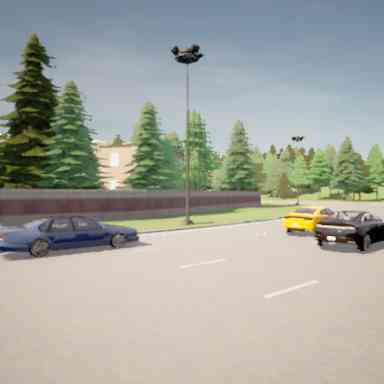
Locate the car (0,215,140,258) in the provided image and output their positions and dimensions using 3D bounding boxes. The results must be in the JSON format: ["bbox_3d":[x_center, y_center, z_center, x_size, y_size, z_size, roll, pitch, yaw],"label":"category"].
[{"bbox_3d":[-4.814,1.632,13.201,5.357,1.411,2.033,0,0,-37],"label":"car"}]

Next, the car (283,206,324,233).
[{"bbox_3d":[7.122,1.550,19.146,1.882,1.535,5.008,0,0,44],"label":"car"}]

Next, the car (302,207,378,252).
[{"bbox_3d":[7.012,1.539,14.190,4.902,1.511,2.128,0,0,-43],"label":"car"}]

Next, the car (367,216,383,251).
[{"bbox_3d":[7.274,1.515,9.714,4.902,1.511,2.128,0,0,-42],"label":"car"}]
